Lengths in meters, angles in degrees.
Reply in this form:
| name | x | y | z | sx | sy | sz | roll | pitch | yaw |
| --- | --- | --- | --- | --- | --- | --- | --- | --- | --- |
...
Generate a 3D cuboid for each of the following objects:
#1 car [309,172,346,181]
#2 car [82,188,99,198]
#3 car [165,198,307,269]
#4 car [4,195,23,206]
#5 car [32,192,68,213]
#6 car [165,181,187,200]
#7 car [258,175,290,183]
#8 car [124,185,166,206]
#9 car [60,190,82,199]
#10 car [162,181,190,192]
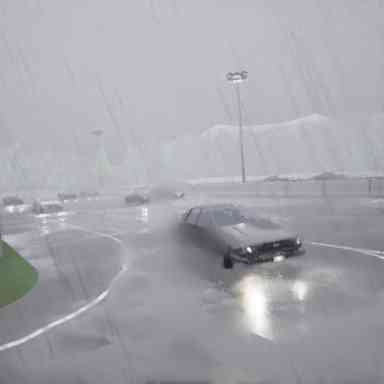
| name | x | y | z | sx | sy | sz | roll | pitch | yaw |
| --- | --- | --- | --- | --- | --- | --- | --- | --- | --- |
| car | 17.091 | -1.811 | 42.183 | 1.812 | 1.442 | 4.674 | -6 | 4 | -36 |
| car | -16.531 | 0.143 | 52.700 | 2.033 | 1.411 | 5.357 | -6 | 4 | -36 |
| car | 0.934 | 1.072 | 9.954 | 2.033 | 1.411 | 5.357 | -5 | 3 | -22 |
| car | -25.111 | 1.159 | 46.732 | 1.895 | 1.301 | 4.718 | -6 | 4 | -36 |
| car | -13.113 | 1.043 | 30.061 | 1.812 | 1.442 | 4.674 | -6 | 4 | -36 |
| car | -2.670 | 0.064 | 33.452 | 2.128 | 1.511 | 4.902 | -6 | 4 | -36 |
| car | 10.954 | -1.489 | 44.698 | 1.812 | 1.442 | 4.674 | -6 | 4 | -36 |
| car | -4.658 | 0.409 | 30.283 | 1.812 | 1.442 | 4.674 | -6 | 4 | -36 |
| car | -18.640 | 0.387 | 49.644 | 1.882 | 1.535 | 5.008 | -6 | 3 | -36 |
| car | -2.554 | -0.862 | 51.422 | 1.837 | 1.490 | 4.892 | -6 | 4 | -36 |
